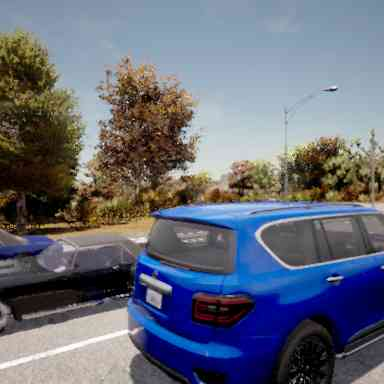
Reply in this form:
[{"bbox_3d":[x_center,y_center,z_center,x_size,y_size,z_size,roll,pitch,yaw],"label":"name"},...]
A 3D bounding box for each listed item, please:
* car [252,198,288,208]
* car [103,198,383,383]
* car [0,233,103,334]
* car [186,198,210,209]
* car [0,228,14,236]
[{"bbox_3d":[11.816,1.670,50.916,2.033,1.411,5.357,-1,-2,-32],"label":"car"},{"bbox_3d":[1.788,1.156,5.010,5.566,2.045,2.150,-1,1,-35],"label":"car"},{"bbox_3d":[-2.340,1.572,6.613,4.718,1.301,1.895,-1,1,-35],"label":"car"},{"bbox_3d":[1.159,2.404,68.171,2.150,2.045,5.566,-1,-3,-32],"label":"car"},{"bbox_3d":[-5.900,1.601,8.379,4.718,1.301,1.895,-1,1,-35],"label":"car"}]
